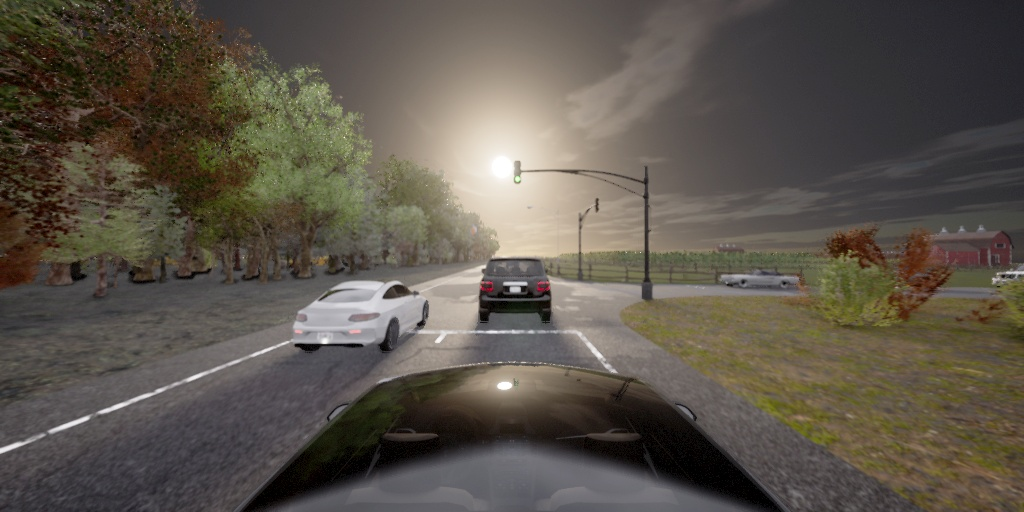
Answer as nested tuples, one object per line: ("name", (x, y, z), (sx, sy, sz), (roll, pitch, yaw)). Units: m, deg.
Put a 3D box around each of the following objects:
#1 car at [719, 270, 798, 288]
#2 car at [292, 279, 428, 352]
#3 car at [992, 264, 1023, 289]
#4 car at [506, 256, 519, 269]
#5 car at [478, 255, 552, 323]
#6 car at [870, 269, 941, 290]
("car", (17.959, 1.663, 26.303), (4.718, 1.301, 1.895), (1, -1, 1))
("car", (-3.396, 1.295, 8.824), (1.812, 1.442, 4.674), (0, 0, 0))
("car", (38.861, 1.511, 26.181), (5.566, 2.045, 2.150), (1, -1, 0))
("car", (0.114, 1.122, 63.084), (2.150, 2.045, 5.566), (0, 0, 0))
("car", (0.094, 1.002, 12.418), (2.150, 2.045, 5.566), (0, 0, 0))
("car", (28.229, 1.665, 26.235), (4.902, 1.511, 2.128), (1, -1, 0))
